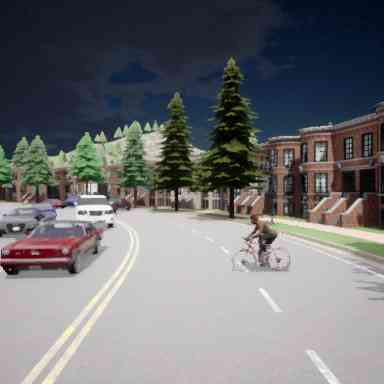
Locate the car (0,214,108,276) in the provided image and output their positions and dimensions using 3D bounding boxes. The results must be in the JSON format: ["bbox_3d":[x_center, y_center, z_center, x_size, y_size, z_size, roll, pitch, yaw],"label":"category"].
[{"bbox_3d":[-4.130,1.601,10.549,1.895,1.301,4.718,0,0,-5],"label":"car"}]

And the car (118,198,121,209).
[{"bbox_3d":[-9.570,1.526,35.333,1.812,1.442,4.674,0,0,-36],"label":"car"}]

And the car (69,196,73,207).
[{"bbox_3d":[-16.404,1.352,47.164,4.553,1.767,2.097,0,0,39],"label":"car"}]

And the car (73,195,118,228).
[{"bbox_3d":[-6.505,1.222,21.899,2.150,2.045,5.566,0,0,-20],"label":"car"}]

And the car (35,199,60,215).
[{"bbox_3d":[-10.925,1.525,24.293,1.812,1.442,4.674,0,0,-25],"label":"car"}]

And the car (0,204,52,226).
[{"bbox_3d":[-8.898,1.564,17.668,1.994,1.385,4.181,0,0,-17],"label":"car"}]

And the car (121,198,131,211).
[{"bbox_3d":[-9.152,1.504,40.279,1.837,1.490,4.892,0,0,-40],"label":"car"}]

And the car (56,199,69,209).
[{"bbox_3d":[-18.998,1.564,44.841,4.181,1.385,1.994,0,0,37],"label":"car"}]

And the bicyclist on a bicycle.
[{"bbox_3d":[1.910,1.453,9.249,1.656,1.620,0.582,-2,0,-2],"label":"bicyclist on a bicycle"}]
